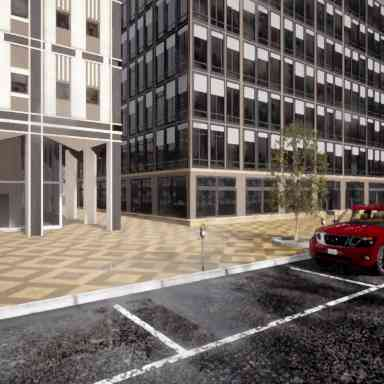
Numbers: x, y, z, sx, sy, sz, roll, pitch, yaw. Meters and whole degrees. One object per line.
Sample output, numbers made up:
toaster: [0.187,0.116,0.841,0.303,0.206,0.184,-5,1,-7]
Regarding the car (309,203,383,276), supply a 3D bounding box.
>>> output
car: [5.874,1.314,10.582,5.009,1.841,2.192,0,0,-36]
